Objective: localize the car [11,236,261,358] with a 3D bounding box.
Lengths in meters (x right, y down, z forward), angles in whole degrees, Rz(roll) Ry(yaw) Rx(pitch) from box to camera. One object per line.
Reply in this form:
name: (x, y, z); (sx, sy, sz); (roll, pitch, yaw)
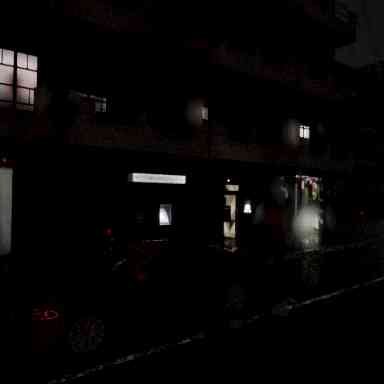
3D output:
car: (-0.725, 1.546, 6.030); (4.507, 1.381, 1.887); (0, 1, -36)
